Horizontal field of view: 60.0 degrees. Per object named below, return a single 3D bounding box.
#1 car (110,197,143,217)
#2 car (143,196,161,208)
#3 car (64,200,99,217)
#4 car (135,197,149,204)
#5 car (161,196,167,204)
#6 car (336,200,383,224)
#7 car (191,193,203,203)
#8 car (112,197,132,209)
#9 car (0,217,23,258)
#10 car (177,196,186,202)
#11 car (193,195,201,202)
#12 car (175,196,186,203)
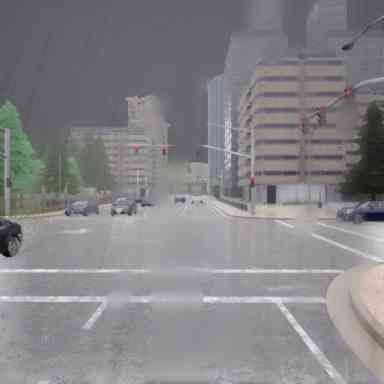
[{"bbox_3d":[-6.413,1.490,31.732,2.128,1.511,4.902,0,0,1],"label":"car"},{"bbox_3d":[-6.249,1.545,48.673,2.033,1.411,5.357,0,0,1],"label":"car"},{"bbox_3d":[-10.307,1.525,31.590,1.812,1.442,4.674,0,0,6],"label":"car"},{"bbox_3d":[-9.553,1.599,63.469,1.895,1.301,4.718,0,0,1],"label":"car"},{"bbox_3d":[-6.034,1.561,64.969,1.994,1.385,4.181,0,0,1],"label":"car"},{"bbox_3d":[12.943,1.351,24.092,4.553,1.767,2.097,0,0,1],"label":"car"},{"bbox_3d":[1.024,1.219,66.939,2.150,2.045,5.566,0,0,1],"label":"car"},{"bbox_3d":[-9.755,1.524,46.533,1.812,1.442,4.674,0,0,0],"label":"car"},{"bbox_3d":[-7.029,1.491,10.036,2.128,1.511,4.902,0,0,1],"label":"car"},{"bbox_3d":[-2.382,1.590,76.688,1.895,1.301,4.718,0,0,1],"label":"car"},{"bbox_3d":[1.117,1.519,76.625,1.812,1.442,4.674,0,0,1],"label":"car"},{"bbox_3d":[-2.472,1.475,67.289,1.882,1.535,5.008,0,0,1],"label":"car"}]
